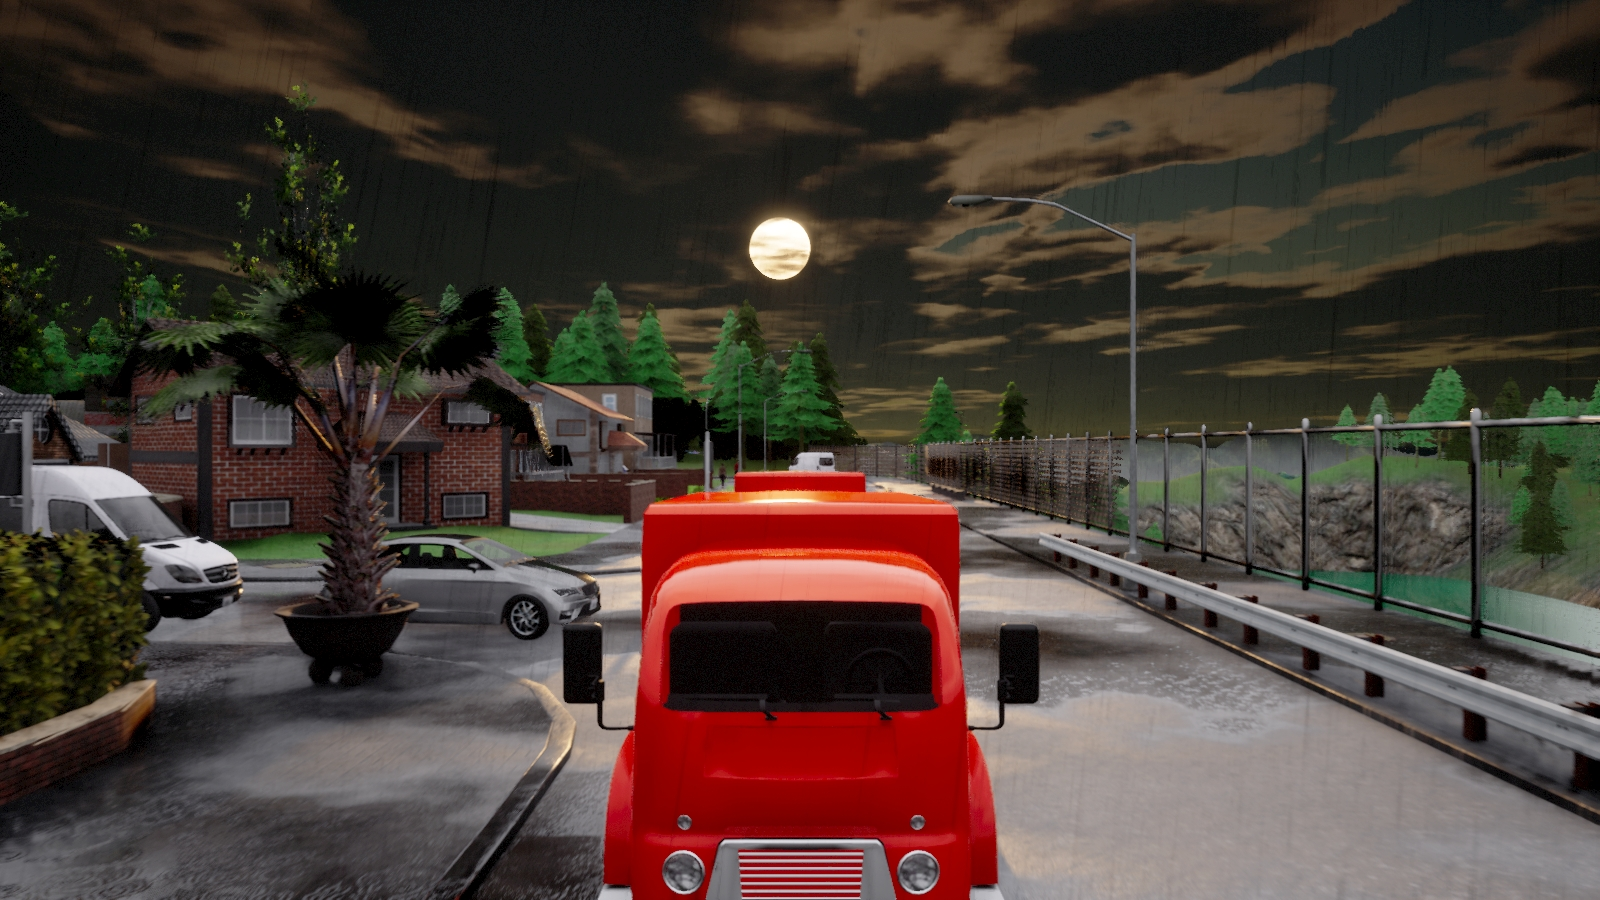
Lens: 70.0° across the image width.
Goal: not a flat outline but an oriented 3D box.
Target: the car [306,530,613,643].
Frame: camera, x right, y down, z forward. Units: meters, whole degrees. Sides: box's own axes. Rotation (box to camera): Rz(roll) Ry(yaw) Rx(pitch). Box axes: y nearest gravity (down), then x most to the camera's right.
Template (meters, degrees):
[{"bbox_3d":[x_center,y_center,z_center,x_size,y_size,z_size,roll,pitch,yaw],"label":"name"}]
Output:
[{"bbox_3d":[-5.221,2.063,17.790,4.193,1.474,1.816,0,0,8],"label":"car"}]

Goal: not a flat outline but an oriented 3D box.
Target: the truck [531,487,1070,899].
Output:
[{"bbox_3d":[0.001,1.571,8.167,2.627,2.467,5.204,0,0,0],"label":"truck"}]

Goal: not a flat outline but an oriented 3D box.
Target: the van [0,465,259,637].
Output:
[{"bbox_3d":[-12.036,1.532,18.174,5.915,2.561,1.988,0,0,0],"label":"van"}]
